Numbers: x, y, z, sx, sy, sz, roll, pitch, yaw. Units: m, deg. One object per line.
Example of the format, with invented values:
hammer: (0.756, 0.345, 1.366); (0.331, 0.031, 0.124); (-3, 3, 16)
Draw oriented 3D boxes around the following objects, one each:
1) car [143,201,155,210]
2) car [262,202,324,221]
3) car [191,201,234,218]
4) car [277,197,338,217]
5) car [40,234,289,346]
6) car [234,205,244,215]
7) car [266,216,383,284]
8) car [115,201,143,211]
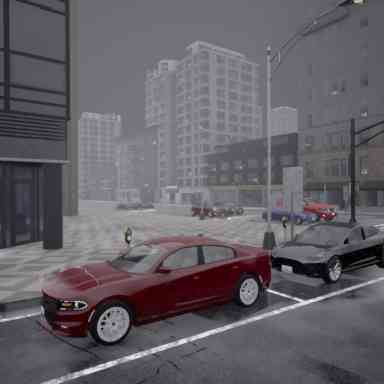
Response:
car: (-8.101, 2.161, 54.524); (2.033, 1.411, 5.357); (0, 0, -35)
car: (7.653, 1.767, 26.517); (1.812, 1.442, 4.674); (0, -1, -35)
car: (1.814, 1.722, 34.773); (2.097, 1.767, 4.553); (0, -1, -35)
car: (9.795, 1.457, 29.113); (2.150, 2.045, 5.566); (0, -1, -35)
car: (-0.436, 1.544, 6.342); (4.507, 1.381, 1.887); (0, 0, -36)
car: (3.791, 1.871, 37.596); (1.837, 1.490, 4.892); (0, 0, -35)
car: (4.159, 1.564, 9.619); (4.313, 1.339, 1.947); (0, 0, -36)
car: (-10.189, 2.166, 51.834); (2.033, 1.411, 5.357); (0, 0, -35)
